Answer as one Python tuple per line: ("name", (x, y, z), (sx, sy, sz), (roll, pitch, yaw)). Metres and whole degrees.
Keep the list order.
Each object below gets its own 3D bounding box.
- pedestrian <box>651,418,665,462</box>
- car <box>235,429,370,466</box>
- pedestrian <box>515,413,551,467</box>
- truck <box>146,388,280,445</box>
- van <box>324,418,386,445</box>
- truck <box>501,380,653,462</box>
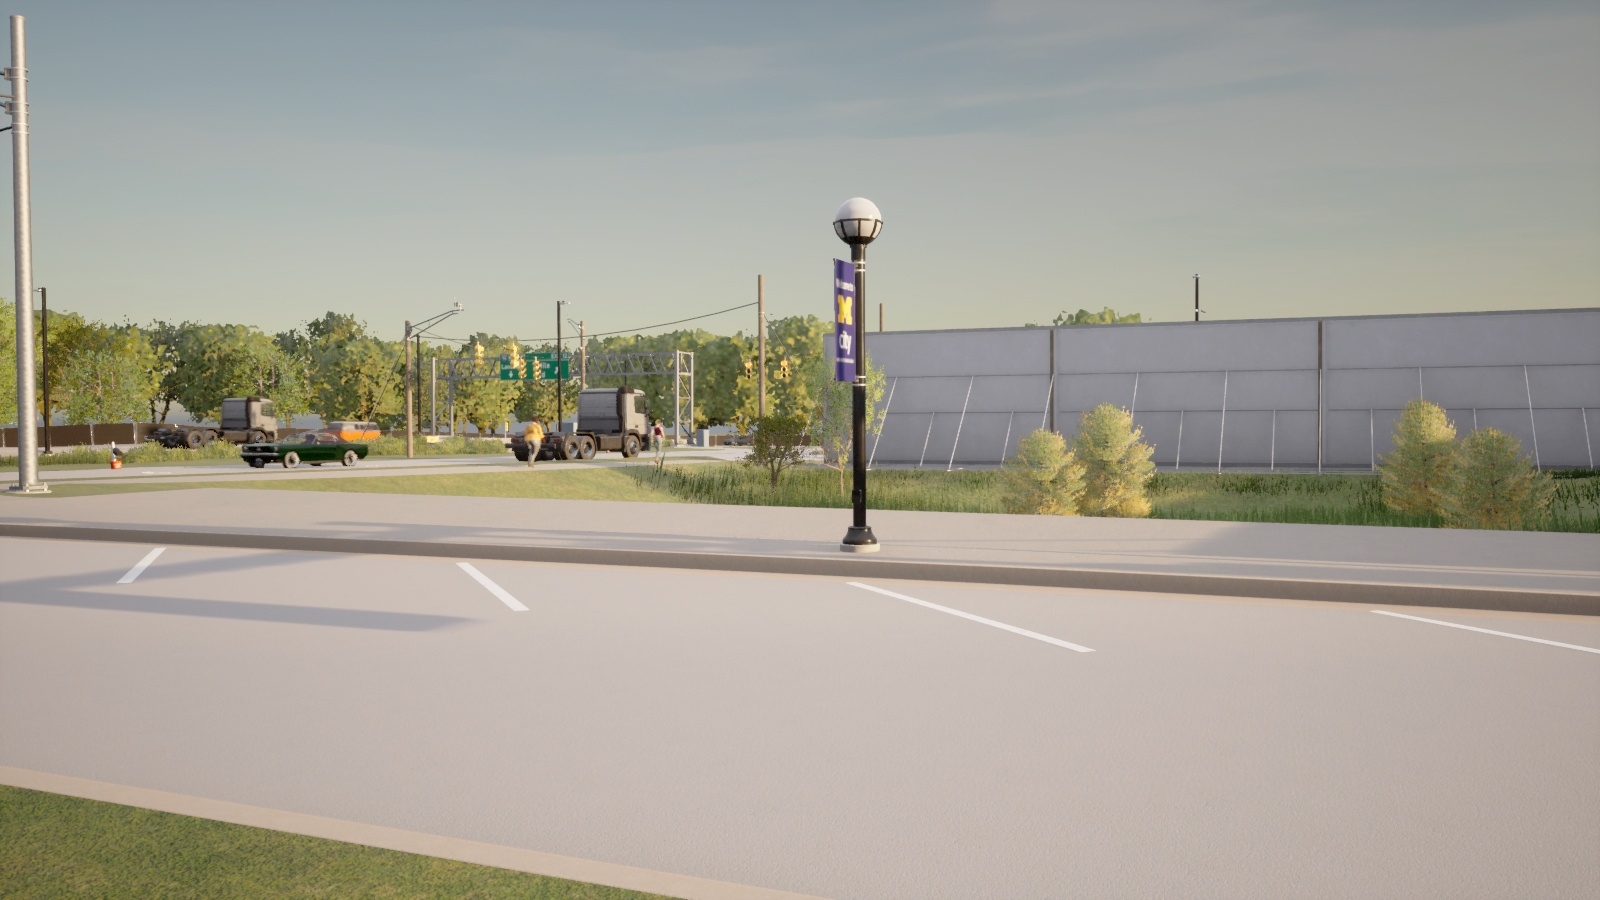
("pedestrian", (-5.862, -0.418, 51.932), (0.345, 1.836, 0.594), (1, 2, 22))
("car", (-18.359, -0.127, 46.586), (1.895, 1.301, 4.718), (1, 1, 23))
("pedestrian", (-9.341, -0.373, 43.974), (0.874, 1.855, 0.900), (1, 2, 22))
("truck", (-37.716, -2.065, 80.995), (2.891, 3.462, 7.936), (1, 0, 23))
("van", (-32.841, -1.342, 92.693), (1.775, 1.987, 4.442), (1, 0, 23))
("truck", (-9.985, -1.306, 57.263), (2.891, 3.462, 7.936), (1, 1, 24))
